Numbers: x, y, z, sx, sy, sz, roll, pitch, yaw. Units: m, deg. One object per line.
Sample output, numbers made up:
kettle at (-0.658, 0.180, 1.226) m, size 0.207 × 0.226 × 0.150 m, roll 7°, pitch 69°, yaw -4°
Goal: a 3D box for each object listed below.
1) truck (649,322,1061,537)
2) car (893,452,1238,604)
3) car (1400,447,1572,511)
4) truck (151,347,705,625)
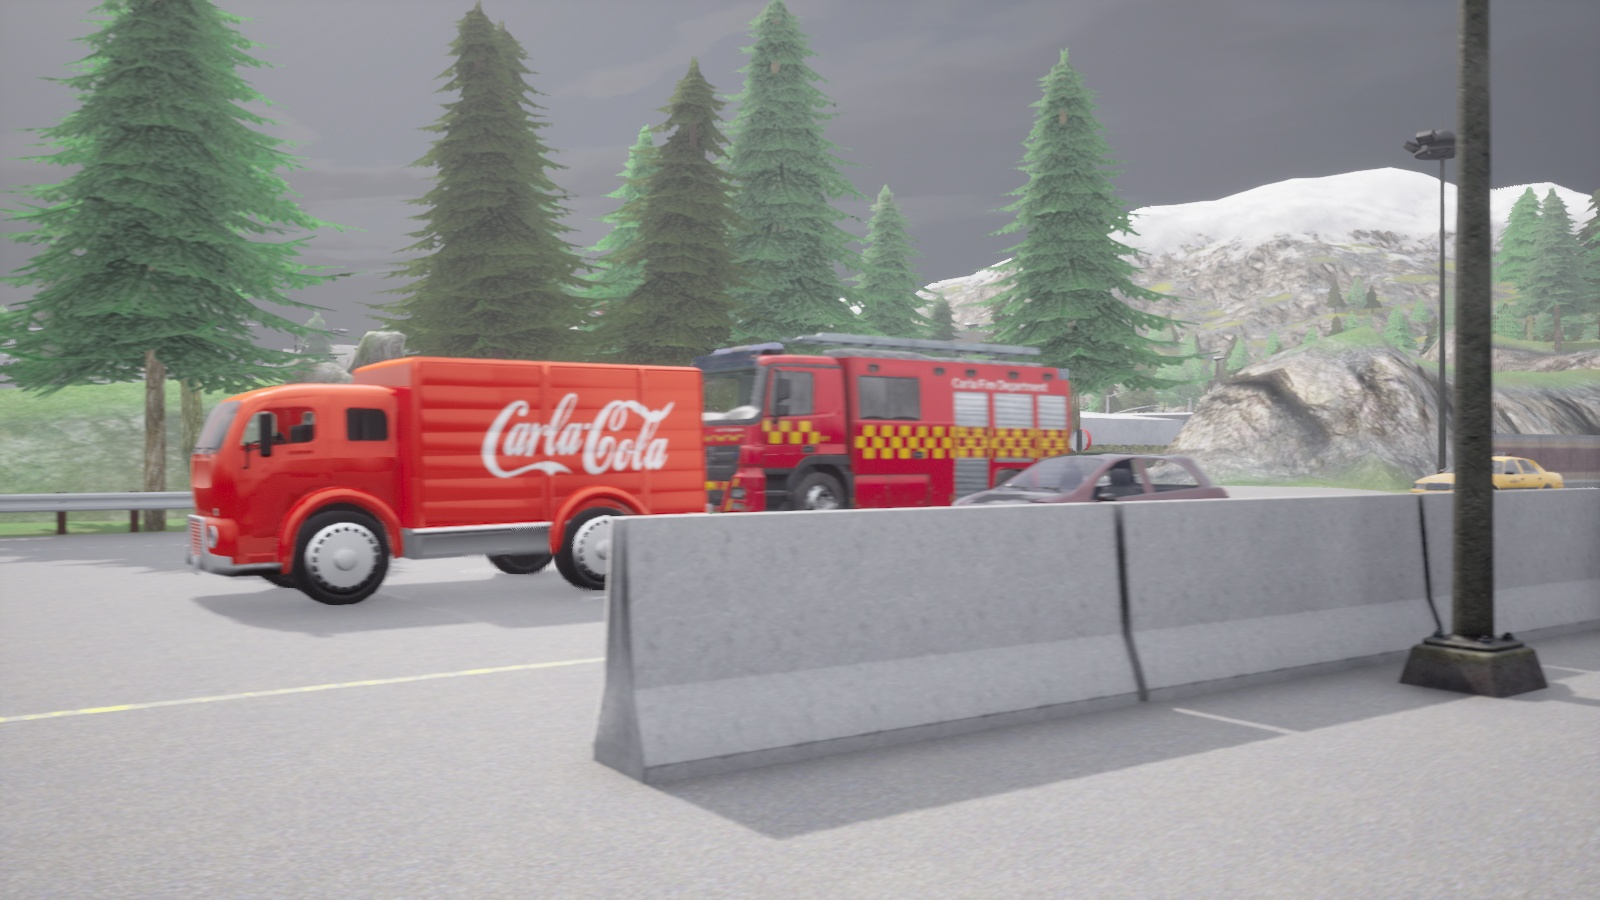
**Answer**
truck at (1.334, -0.359, 25.927) m, size 8.468 × 3.827 × 2.891 m, roll 0°, pitch 0°, yaw -35°
car at (3.066, 0.786, 14.321) m, size 3.633 × 1.501 × 1.845 m, roll 0°, pitch 0°, yaw -35°
car at (18.352, 0.725, 33.488) m, size 5.366 × 1.575 × 1.801 m, roll 0°, pitch 0°, yaw -35°
truck at (-3.965, 0.289, 13.694) m, size 5.204 × 2.467 × 2.627 m, roll -1°, pitch 0°, yaw -35°
